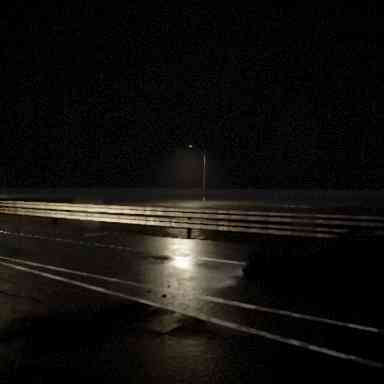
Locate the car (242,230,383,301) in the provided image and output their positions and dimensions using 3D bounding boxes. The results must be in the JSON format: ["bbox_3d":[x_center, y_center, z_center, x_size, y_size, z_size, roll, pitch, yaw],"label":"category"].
[{"bbox_3d":[3.850,1.534,7.060,5.357,1.411,2.033,0,0,30],"label":"car"}]
